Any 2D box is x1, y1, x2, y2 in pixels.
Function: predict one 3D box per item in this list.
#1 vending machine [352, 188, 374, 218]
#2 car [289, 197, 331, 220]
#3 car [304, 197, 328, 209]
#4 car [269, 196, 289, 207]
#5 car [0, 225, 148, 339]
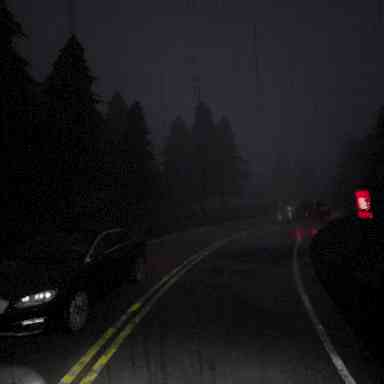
[{"bbox_3d":[12.920,0.877,25.139,1.100,2.100,0.880,-9,-10,34],"label":"vending machine"},{"bbox_3d":[9.443,1.316,25.701,2.128,1.511,4.902,-3,-1,32],"label":"car"},{"bbox_3d":[16.020,1.371,43.275,1.812,1.442,4.674,0,0,7],"label":"car"},{"bbox_3d":[12.785,1.429,48.764,1.837,1.490,4.892,1,-1,-5],"label":"car"},{"bbox_3d":[-2.411,1.499,6.948,2.128,1.511,4.902,-1,0,11],"label":"car"}]
